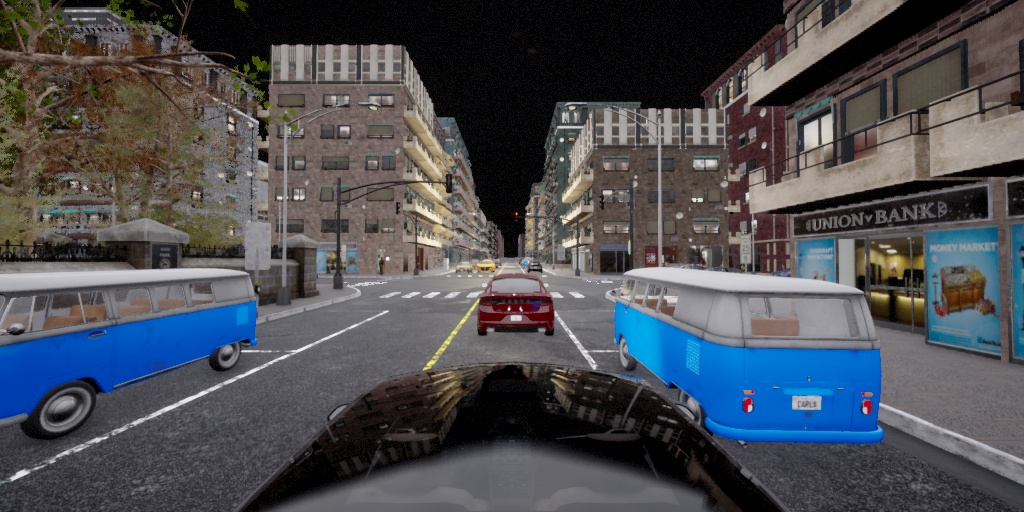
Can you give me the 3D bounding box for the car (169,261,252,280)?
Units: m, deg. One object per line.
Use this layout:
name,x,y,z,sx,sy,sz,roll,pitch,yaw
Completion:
car,-24.338,1.154,29.069,4.902,1.511,2.128,0,-1,1

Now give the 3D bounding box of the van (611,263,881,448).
van,2.658,1.092,5.094,1.690,1.789,3.998,0,0,0

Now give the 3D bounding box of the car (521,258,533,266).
car,2.684,1.317,48.684,2.007,1.370,4.403,0,0,0

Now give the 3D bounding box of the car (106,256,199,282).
car,-25.835,0.949,25.898,4.553,1.767,2.097,0,-1,1

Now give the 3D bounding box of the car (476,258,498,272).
car,-3.108,1.242,43.732,1.882,1.535,5.008,0,0,0

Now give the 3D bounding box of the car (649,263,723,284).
car,13.792,1.364,28.638,4.902,1.511,2.128,0,-1,1

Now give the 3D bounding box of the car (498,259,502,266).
car,-3.098,1.316,56.946,2.033,1.411,5.357,0,0,0

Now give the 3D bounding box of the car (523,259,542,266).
car,2.685,1.330,43.041,1.948,1.339,4.313,0,0,0

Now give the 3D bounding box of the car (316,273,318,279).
car,-16.608,1.139,25.787,4.902,1.511,2.128,0,-1,1

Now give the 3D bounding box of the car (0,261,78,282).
car,-35.362,1.093,26.015,5.357,1.411,2.033,0,-1,1

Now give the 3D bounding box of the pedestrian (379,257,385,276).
pedestrian,-12.544,0.968,34.481,0.375,1.860,0.375,0,-1,1

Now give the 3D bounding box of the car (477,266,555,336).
car,0.096,1.230,10.456,1.882,1.535,5.008,0,0,0

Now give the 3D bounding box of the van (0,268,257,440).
van,-5.657,1.092,5.095,1.690,1.789,3.998,0,0,0

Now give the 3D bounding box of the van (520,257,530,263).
van,2.683,1.112,59.968,1.690,1.789,3.998,0,0,0

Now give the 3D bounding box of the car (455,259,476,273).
car,-5.695,1.290,42.870,1.751,1.417,4.829,0,0,0

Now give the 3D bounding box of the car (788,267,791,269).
car,23.119,1.451,28.527,4.674,1.442,1.812,0,-1,1
